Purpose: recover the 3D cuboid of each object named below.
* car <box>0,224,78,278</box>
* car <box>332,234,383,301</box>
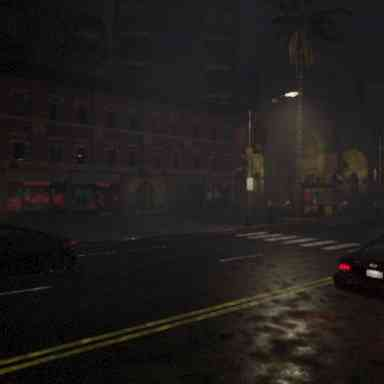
[{"bbox_3d":[-5.270,1.568,8.830,4.181,1.385,1.994,0,0,-36],"label":"car"},{"bbox_3d":[5.437,1.583,7.656,5.357,1.411,2.033,0,0,-35],"label":"car"}]
